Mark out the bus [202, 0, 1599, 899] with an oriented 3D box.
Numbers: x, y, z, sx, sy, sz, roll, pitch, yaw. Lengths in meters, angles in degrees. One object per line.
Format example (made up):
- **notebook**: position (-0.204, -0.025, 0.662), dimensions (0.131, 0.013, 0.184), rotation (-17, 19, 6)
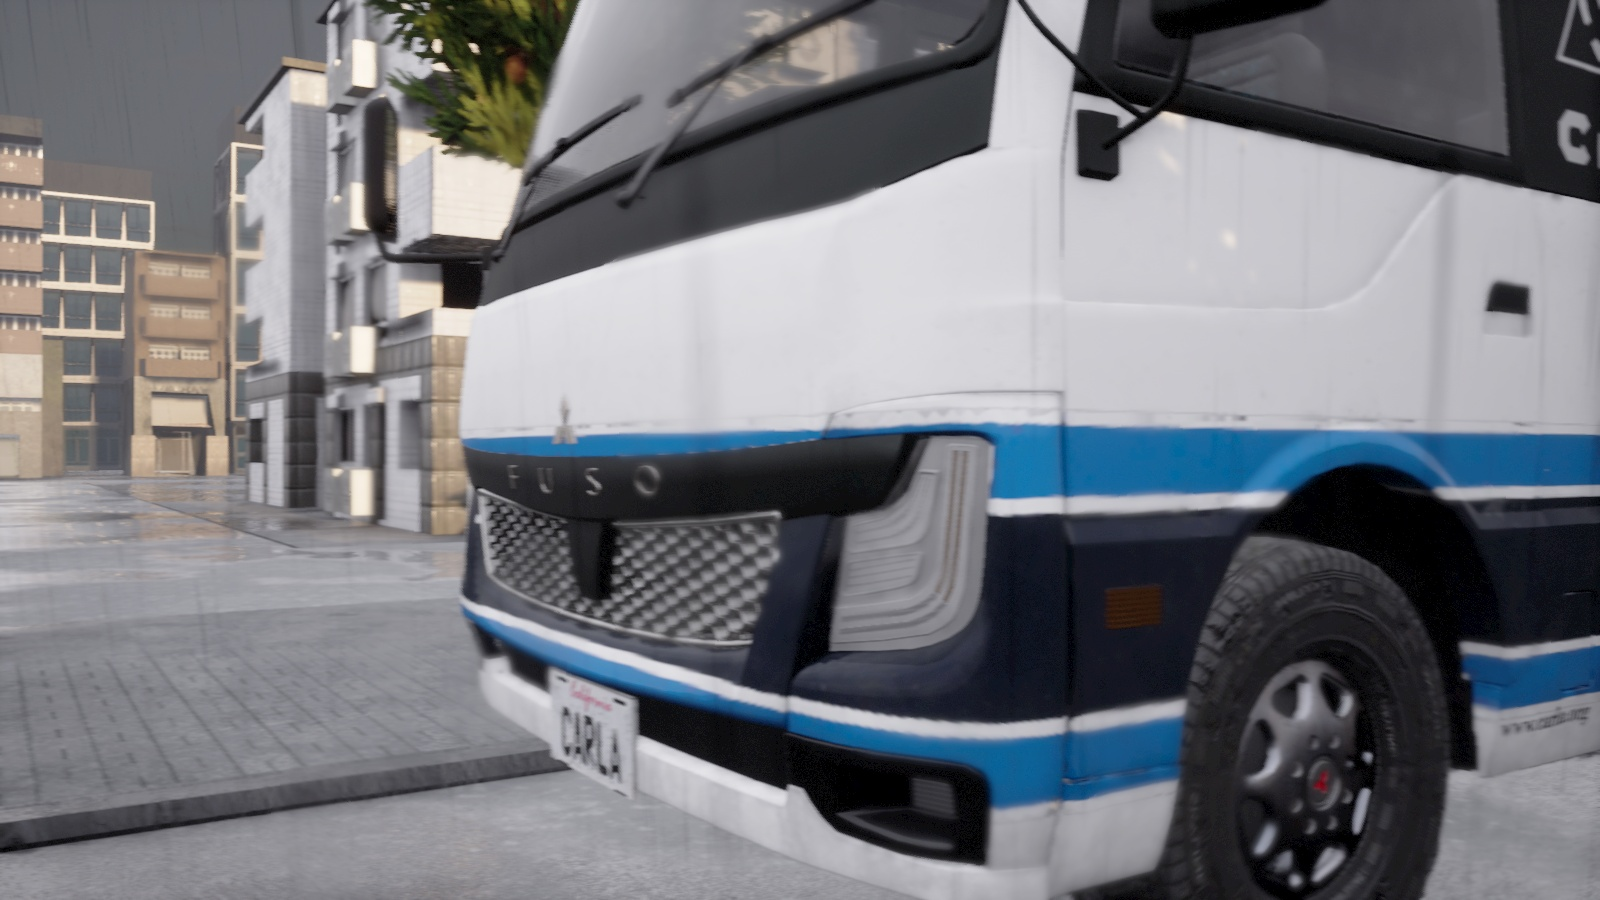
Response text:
- **bus**: position (3.003, -0.629, 6.144), dimensions (10.273, 4.253, 3.944), rotation (0, 0, -33)
